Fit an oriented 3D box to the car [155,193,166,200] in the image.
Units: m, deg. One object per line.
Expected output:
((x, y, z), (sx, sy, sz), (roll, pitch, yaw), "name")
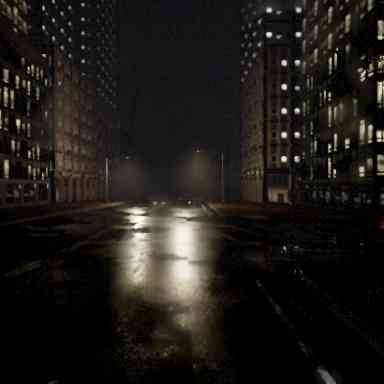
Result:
((-6.504, 0.860, 69.065), (1.882, 1.535, 5.008), (0, 0, 0), "car")

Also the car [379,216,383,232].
((12.250, 1.613, 16.920), (5.008, 1.535, 1.882), (1, 1, -1), "car")
